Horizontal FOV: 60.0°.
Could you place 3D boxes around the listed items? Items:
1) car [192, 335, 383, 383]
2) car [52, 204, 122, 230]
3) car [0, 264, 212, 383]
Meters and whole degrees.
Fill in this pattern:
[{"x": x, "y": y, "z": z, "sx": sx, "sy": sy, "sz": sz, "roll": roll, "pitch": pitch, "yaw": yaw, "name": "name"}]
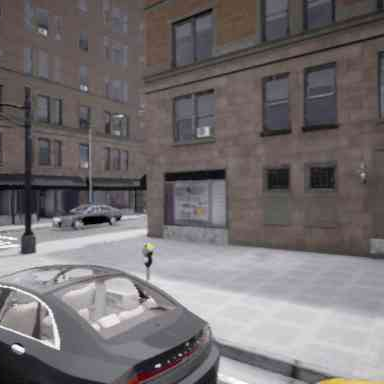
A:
[{"x": 2.499, "y": 1.507, "z": 1.048, "sx": 4.829, "sy": 1.417, "sz": 1.752, "roll": -1, "pitch": 0, "yaw": 35, "name": "car"}, {"x": -6.888, "y": 1.600, "z": 22.205, "sx": 2.128, "sy": 1.511, "sz": 4.902, "roll": -1, "pitch": 0, "yaw": 34, "name": "car"}, {"x": -1.777, "y": 1.591, "z": 4.070, "sx": 4.403, "sy": 1.369, "sz": 2.008, "roll": -1, "pitch": 0, "yaw": 35, "name": "car"}]
